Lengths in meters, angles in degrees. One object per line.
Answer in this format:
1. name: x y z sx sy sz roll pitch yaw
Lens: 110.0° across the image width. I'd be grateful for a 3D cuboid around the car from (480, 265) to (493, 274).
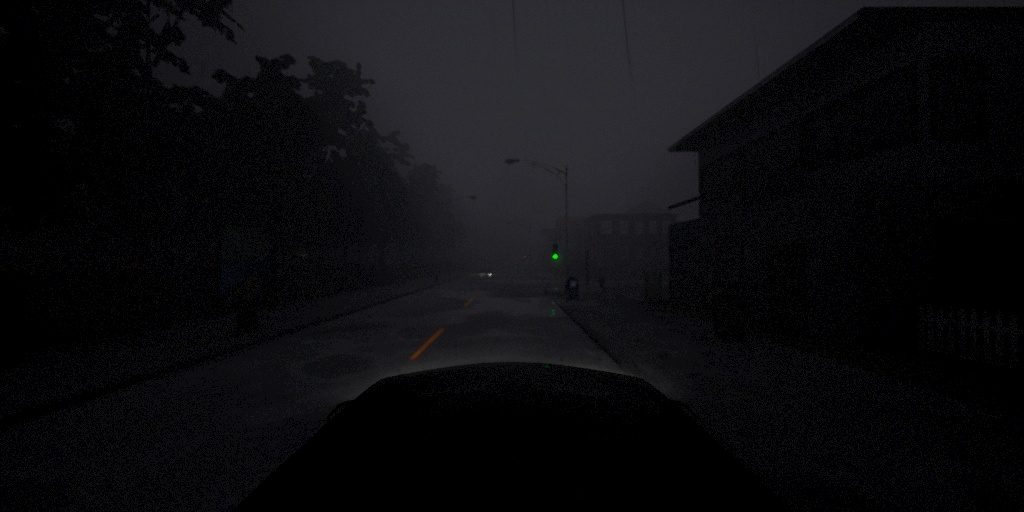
1. car: -4.033 2.089 58.279 2.033 1.411 5.357 0 -1 1
